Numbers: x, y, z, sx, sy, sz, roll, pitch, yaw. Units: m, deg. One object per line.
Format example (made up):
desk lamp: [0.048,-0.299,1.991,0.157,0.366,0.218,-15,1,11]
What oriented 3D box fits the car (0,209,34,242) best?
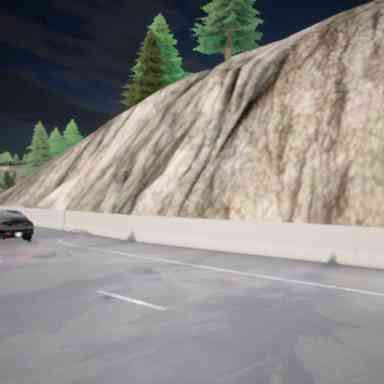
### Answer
car: [-9.395,1.613,16.064,4.892,1.490,1.837,0,0,41]
